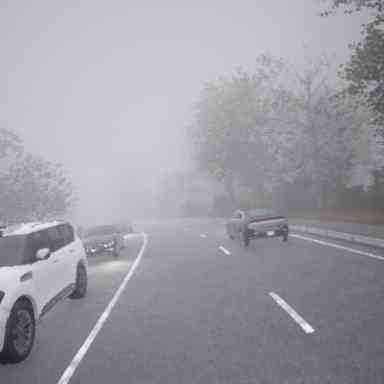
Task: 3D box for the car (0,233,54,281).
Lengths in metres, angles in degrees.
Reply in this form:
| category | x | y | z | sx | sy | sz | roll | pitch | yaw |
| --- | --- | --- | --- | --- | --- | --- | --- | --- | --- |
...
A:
| category | x | y | z | sx | sy | sz | roll | pitch | yaw |
| --- | --- | --- | --- | --- | --- | --- | --- | --- | --- |
| car | -7.764 | 2.774 | 14.400 | 1.994 | 1.385 | 4.181 | -7 | -2 | -4 |

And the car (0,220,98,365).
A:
| category | x | y | z | sx | sy | sz | roll | pitch | yaw |
| --- | --- | --- | --- | --- | --- | --- | --- | --- | --- |
| car | -3.813 | 1.745 | 6.868 | 2.150 | 2.045 | 5.566 | -7 | -1 | -3 |

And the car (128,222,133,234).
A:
| category | x | y | z | sx | sy | sz | roll | pitch | yaw |
| --- | --- | --- | --- | --- | --- | --- | --- | --- | --- |
| car | -6.863 | 3.479 | 32.432 | 1.994 | 1.385 | 4.181 | -7 | -3 | -12 |

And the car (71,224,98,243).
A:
| category | x | y | z | sx | sy | sz | roll | pitch | yaw |
| --- | --- | --- | --- | --- | --- | --- | --- | --- | --- |
| car | -10.367 | 3.968 | 32.299 | 1.895 | 1.301 | 4.718 | -7 | -3 | -13 |

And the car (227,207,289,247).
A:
| category | x | y | z | sx | sy | sz | roll | pitch | yaw |
| --- | --- | --- | --- | --- | --- | --- | --- | --- | --- |
| car | 2.749 | 1.445 | 14.902 | 2.128 | 1.511 | 4.902 | -7 | -2 | -5 |

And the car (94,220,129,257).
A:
| category | x | y | z | sx | sy | sz | roll | pitch | yaw |
| --- | --- | --- | --- | --- | --- | --- | --- | --- | --- |
| car | -4.520 | 2.412 | 16.772 | 1.837 | 1.490 | 4.892 | -7 | -2 | -6 |
